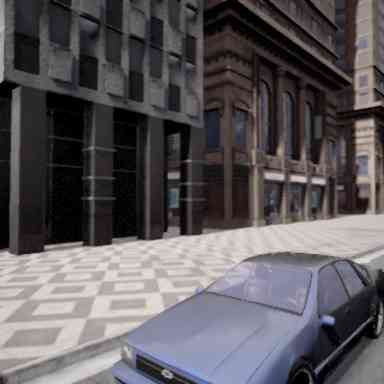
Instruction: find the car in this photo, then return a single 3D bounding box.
[{"bbox_3d":[1.499,1.681,5.064,2.033,1.411,5.357,-2,-2,42],"label":"car"}]
